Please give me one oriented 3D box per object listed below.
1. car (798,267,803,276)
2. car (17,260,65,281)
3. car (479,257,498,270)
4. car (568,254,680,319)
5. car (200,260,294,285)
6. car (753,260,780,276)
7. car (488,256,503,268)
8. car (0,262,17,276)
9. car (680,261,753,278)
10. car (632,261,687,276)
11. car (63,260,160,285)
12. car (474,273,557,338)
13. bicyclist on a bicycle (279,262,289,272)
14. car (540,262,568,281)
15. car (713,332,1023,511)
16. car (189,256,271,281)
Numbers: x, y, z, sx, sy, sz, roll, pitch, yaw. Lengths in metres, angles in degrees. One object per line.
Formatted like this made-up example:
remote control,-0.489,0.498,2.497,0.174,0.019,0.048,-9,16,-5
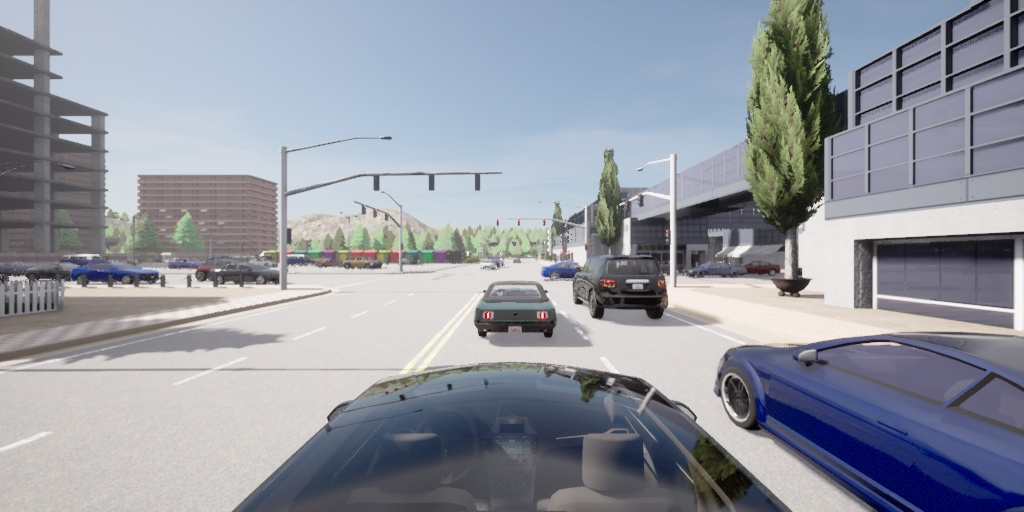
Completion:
car,28.255,1.339,33.024,4.718,1.301,1.895,0,0,0
car,-36.092,1.266,28.861,4.674,1.442,1.812,0,0,0
car,-3.472,1.258,51.460,1.812,1.442,4.674,0,0,3
car,3.615,0.967,12.923,2.150,2.045,5.566,0,0,0
car,-18.607,1.246,25.319,4.892,1.490,1.837,0,0,0
car,24.468,1.215,36.556,5.008,1.535,1.882,0,0,0
car,-3.206,0.950,61.304,2.150,2.045,5.566,0,0,2
car,-50.024,1.285,36.018,5.357,1.411,2.033,0,0,1
car,18.672,1.286,33.105,5.357,1.411,2.033,0,0,1
car,14.980,1.242,36.635,4.892,1.490,1.837,0,0,1
car,-27.889,1.219,25.334,5.008,1.535,1.882,0,0,0
car,0.097,1.348,10.195,1.895,1.301,4.718,0,0,1
bicyclist on a bicycle,-25.291,1.038,39.813,0.582,1.620,1.656,0,0,0
car,4.817,1.217,29.405,5.008,1.535,1.882,0,0,-1
car,3.605,1.314,2.959,1.994,1.385,4.181,0,0,0
car,-22.551,1.092,28.826,4.553,1.767,2.097,0,0,0
